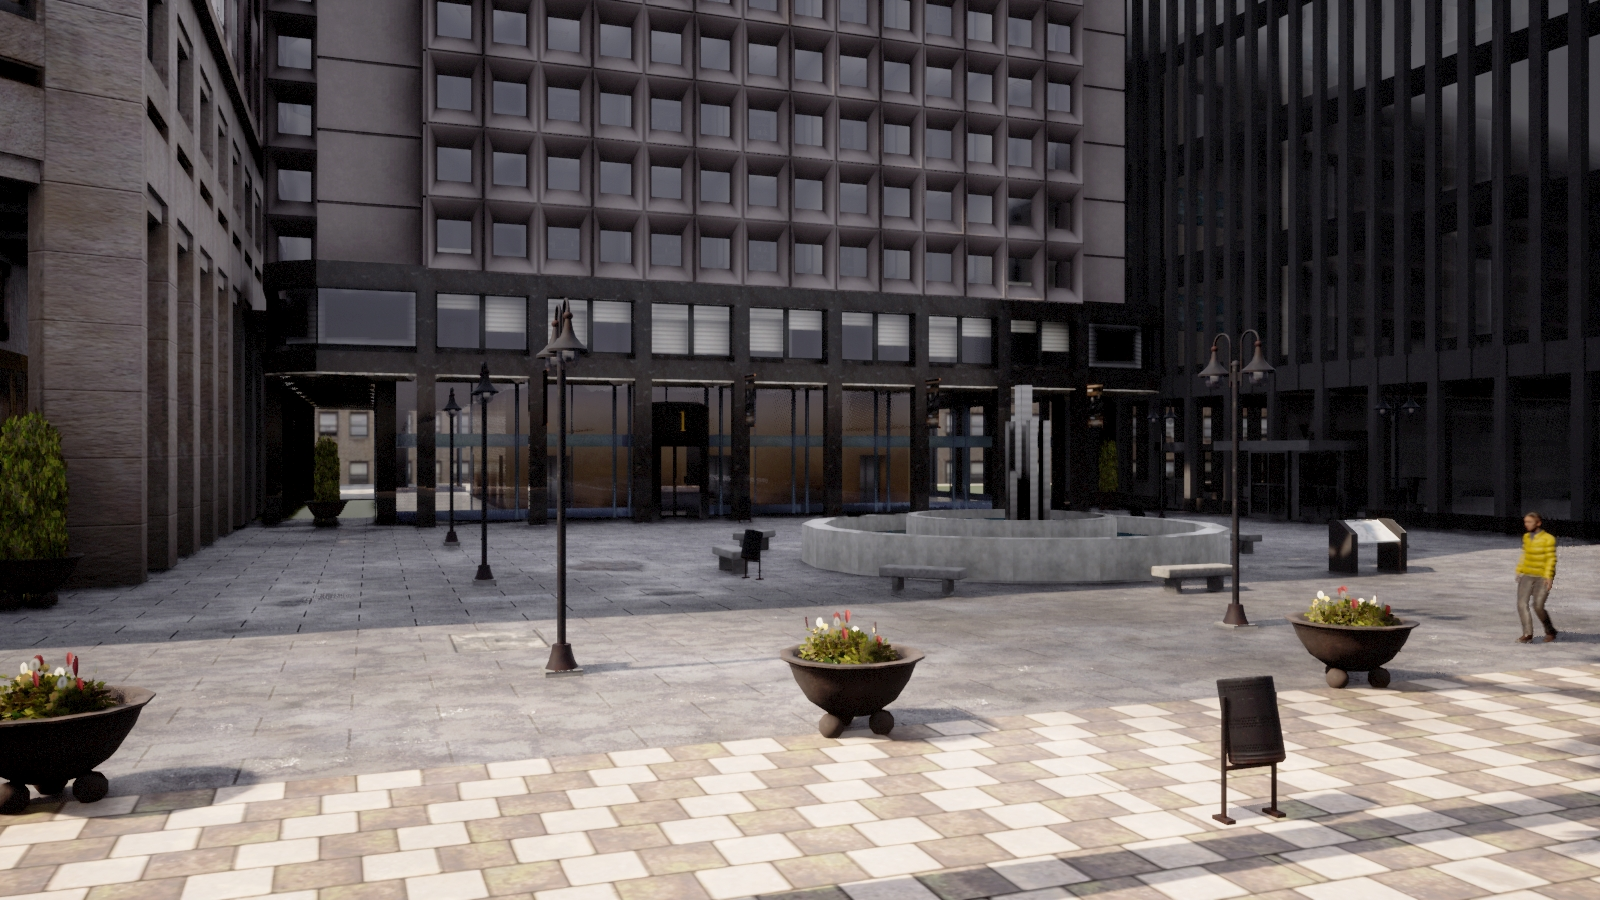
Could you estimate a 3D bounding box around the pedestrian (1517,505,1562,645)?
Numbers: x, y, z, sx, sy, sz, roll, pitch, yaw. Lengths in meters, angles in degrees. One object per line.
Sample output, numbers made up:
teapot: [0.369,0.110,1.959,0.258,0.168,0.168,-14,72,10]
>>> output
pedestrian: [10.129,1.702,15.653,0.375,1.860,0.375,0,0,-18]
